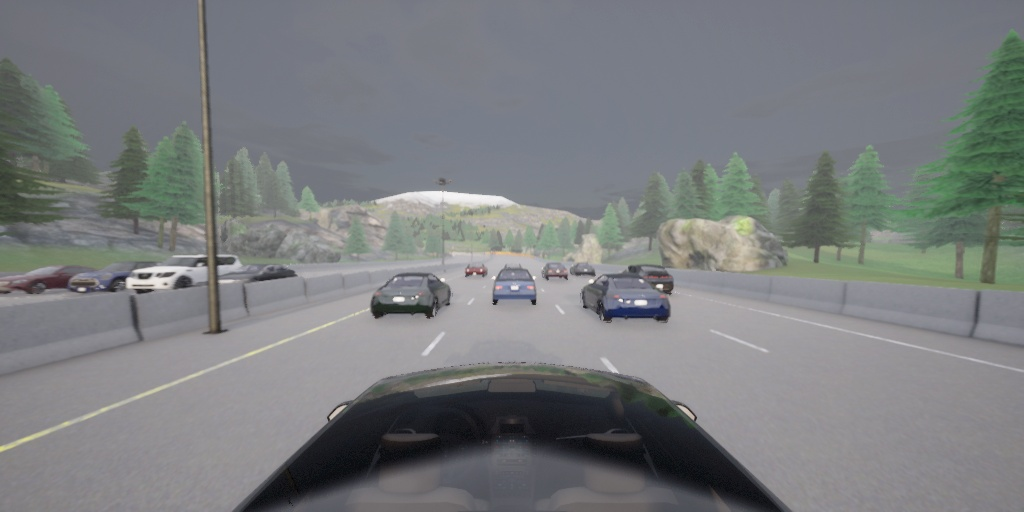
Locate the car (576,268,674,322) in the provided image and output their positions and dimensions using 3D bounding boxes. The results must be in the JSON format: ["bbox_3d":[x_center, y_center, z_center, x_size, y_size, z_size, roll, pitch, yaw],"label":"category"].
[{"bbox_3d":[3.600,1.270,12.036,1.994,1.385,4.181,0,0,0],"label":"car"}]

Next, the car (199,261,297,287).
[{"bbox_3d":[-14.098,1.192,19.975,2.128,1.511,4.902,0,0,0],"label":"car"}]

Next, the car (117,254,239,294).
[{"bbox_3d":[-17.599,0.922,19.834,2.150,2.045,5.566,0,0,0],"label":"car"}]

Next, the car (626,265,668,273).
[{"bbox_3d":[7.100,1.205,19.625,1.837,1.490,4.892,0,0,0],"label":"car"}]

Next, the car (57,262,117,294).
[{"bbox_3d":[-21.097,1.053,19.825,2.097,1.767,4.553,0,0,0],"label":"car"}]

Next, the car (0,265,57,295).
[{"bbox_3d":[-24.598,1.226,19.450,1.812,1.442,4.674,0,0,0],"label":"car"}]

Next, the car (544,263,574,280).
[{"bbox_3d":[3.599,1.281,30.607,2.033,1.411,5.357,0,0,0],"label":"car"}]

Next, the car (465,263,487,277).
[{"bbox_3d":[-3.401,1.360,34.923,1.895,1.301,4.718,0,0,0],"label":"car"}]

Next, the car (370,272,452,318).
[{"bbox_3d":[-3.400,1.268,12.776,1.994,1.385,4.181,0,0,0],"label":"car"}]

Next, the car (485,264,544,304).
[{"bbox_3d":[0.100,1.247,16.028,2.033,1.411,5.357,0,0,0],"label":"car"}]

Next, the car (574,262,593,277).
[{"bbox_3d":[7.099,1.334,36.509,1.994,1.385,4.181,0,0,0],"label":"car"}]
